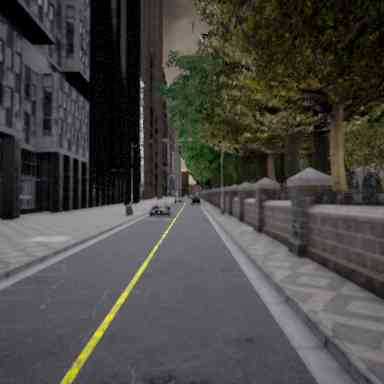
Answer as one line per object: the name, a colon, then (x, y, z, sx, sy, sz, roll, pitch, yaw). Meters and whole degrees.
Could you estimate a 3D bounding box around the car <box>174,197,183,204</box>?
car: (-3.026, 1.845, 73.956, 1.882, 1.535, 5.008, 0, 0, 0)

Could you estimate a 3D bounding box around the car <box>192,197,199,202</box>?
car: (0.870, 1.952, 86.933, 1.812, 1.442, 4.674, 0, 0, 0)

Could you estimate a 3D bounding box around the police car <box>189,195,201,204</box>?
police car: (0.875, 1.792, 71.040, 1.930, 1.638, 5.238, 0, 0, 0)

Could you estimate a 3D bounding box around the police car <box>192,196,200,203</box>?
police car: (0.872, 1.829, 81.042, 1.930, 1.638, 5.238, 0, 0, 0)

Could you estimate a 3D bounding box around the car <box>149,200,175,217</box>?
car: (-3.105, 1.765, 33.277, 1.994, 1.385, 4.181, 0, 0, 0)
